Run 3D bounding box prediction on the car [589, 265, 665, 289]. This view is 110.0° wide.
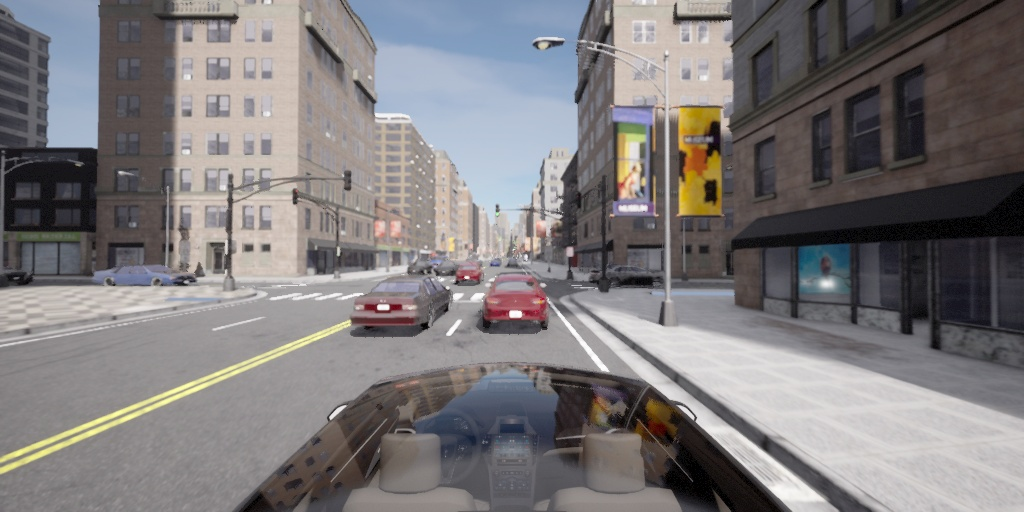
[{"bbox_3d":[7.264,1.285,22.269,4.902,1.511,2.128,0,-1,-10],"label":"car"}]

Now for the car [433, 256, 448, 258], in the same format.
[{"bbox_3d":[-9.792,0.996,48.681,2.150,2.045,5.566,0,0,-1],"label":"car"}]

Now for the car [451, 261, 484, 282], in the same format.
[{"bbox_3d":[-3.125,1.325,27.090,1.812,1.442,4.674,0,0,0],"label":"car"}]

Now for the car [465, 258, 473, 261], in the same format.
[{"bbox_3d":[-6.544,1.300,45.923,1.812,1.442,4.674,0,0,0],"label":"car"}]

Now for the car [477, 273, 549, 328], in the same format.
[{"bbox_3d":[0.110,1.284,11.256,1.812,1.442,4.674,0,0,0],"label":"car"}]

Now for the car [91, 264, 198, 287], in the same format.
[{"bbox_3d":[-22.827,1.217,22.347,5.357,1.411,2.033,0,-1,2],"label":"car"}]

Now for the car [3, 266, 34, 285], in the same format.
[{"bbox_3d":[-32.799,1.190,22.296,4.181,1.385,1.994,0,-1,0],"label":"car"}]

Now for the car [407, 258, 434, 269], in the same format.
[{"bbox_3d":[-9.802,1.249,38.507,1.882,1.535,5.008,0,0,1],"label":"car"}]

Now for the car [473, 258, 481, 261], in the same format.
[{"bbox_3d":[-6.499,1.127,55.801,2.097,1.767,4.553,0,0,0],"label":"car"}]

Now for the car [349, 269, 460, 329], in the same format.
[{"bbox_3d":[-3.145,1.306,11.282,2.033,1.411,5.357,0,0,0],"label":"car"}]

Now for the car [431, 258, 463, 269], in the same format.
[{"bbox_3d":[-6.553,1.249,36.716,1.882,1.535,5.008,0,0,0],"label":"car"}]
